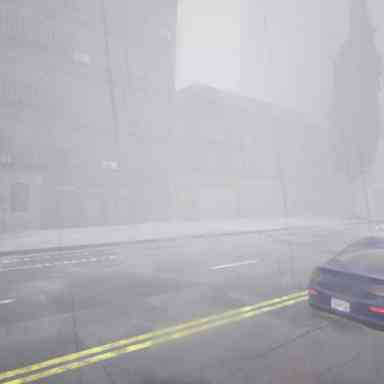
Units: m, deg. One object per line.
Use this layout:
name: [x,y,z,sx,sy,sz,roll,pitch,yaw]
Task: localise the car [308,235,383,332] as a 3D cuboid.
car: [4.131,1.565,6.392,4.674,1.442,1.812,0,0,-35]
